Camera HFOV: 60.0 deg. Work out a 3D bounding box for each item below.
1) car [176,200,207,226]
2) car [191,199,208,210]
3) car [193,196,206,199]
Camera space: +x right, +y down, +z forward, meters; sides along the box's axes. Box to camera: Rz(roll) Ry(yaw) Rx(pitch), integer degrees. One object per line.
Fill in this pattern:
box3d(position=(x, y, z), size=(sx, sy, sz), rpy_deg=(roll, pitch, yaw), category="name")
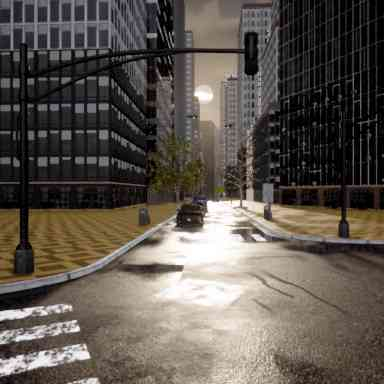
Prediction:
box3d(position=(-0.070, 1.653, 25.294), size=(1.882, 1.535, 5.008), rpy_deg=(0, 0, 3), category="car")
box3d(position=(0.493, 1.776, 35.498), size=(1.812, 1.442, 4.674), rpy_deg=(0, 0, 3), category="car")
box3d(position=(1.077, 1.553, 46.141), size=(2.150, 2.045, 5.566), rpy_deg=(0, 0, 3), category="car")
